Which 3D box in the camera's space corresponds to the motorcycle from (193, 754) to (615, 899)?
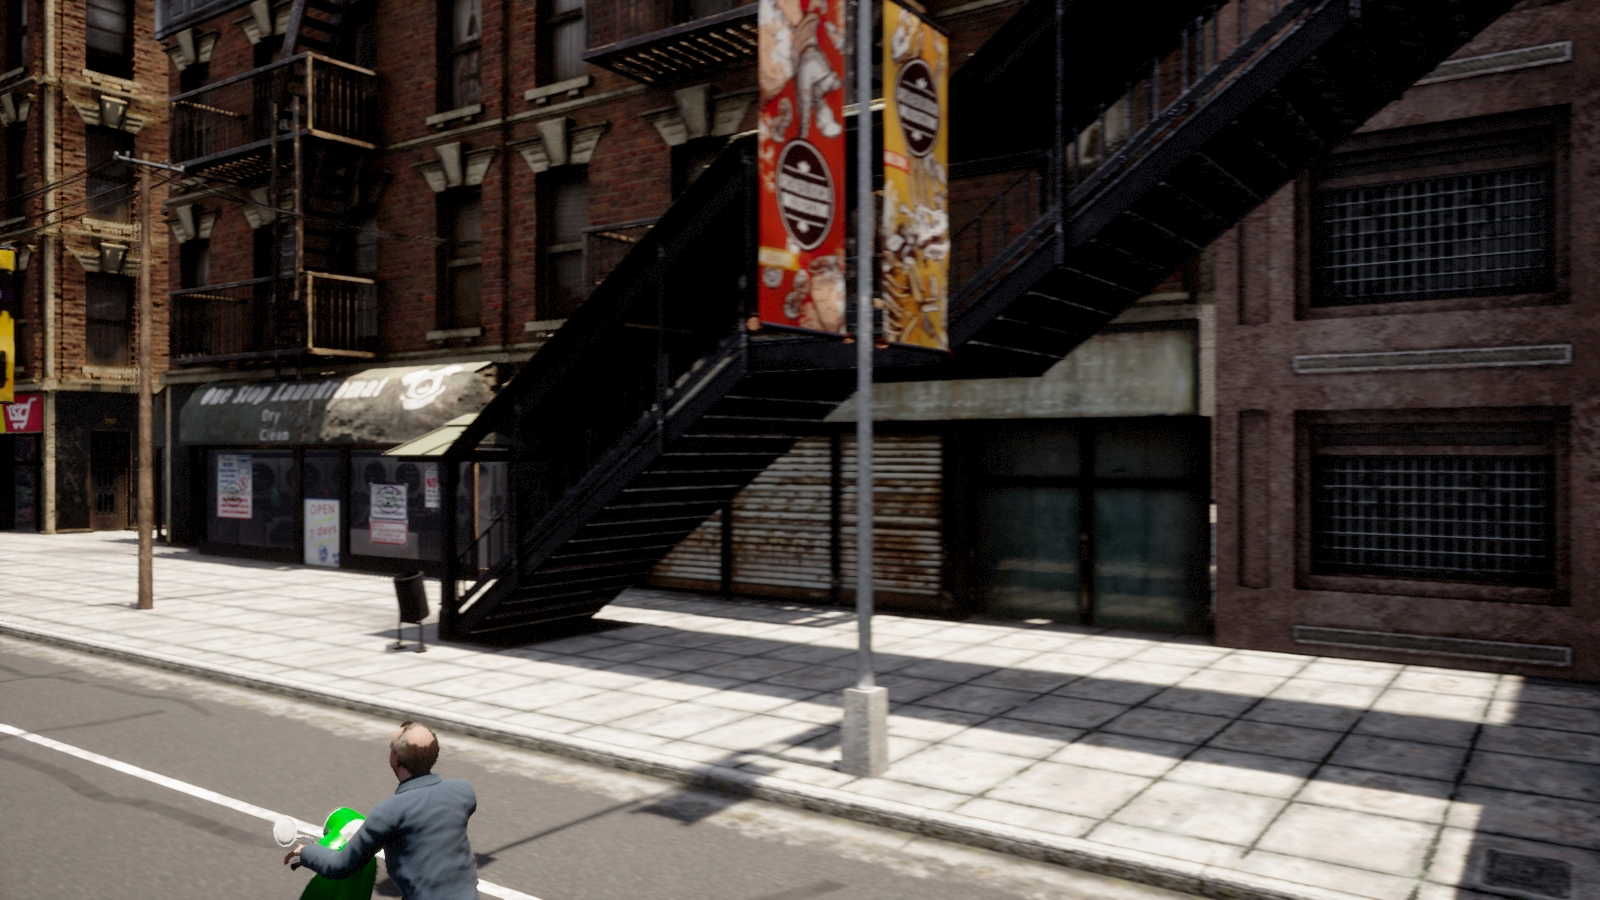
[{"bbox_3d":[-1.772,2.182,5.019,1.805,1.236,0.856,0,0,35],"label":"motorcycle"}]
